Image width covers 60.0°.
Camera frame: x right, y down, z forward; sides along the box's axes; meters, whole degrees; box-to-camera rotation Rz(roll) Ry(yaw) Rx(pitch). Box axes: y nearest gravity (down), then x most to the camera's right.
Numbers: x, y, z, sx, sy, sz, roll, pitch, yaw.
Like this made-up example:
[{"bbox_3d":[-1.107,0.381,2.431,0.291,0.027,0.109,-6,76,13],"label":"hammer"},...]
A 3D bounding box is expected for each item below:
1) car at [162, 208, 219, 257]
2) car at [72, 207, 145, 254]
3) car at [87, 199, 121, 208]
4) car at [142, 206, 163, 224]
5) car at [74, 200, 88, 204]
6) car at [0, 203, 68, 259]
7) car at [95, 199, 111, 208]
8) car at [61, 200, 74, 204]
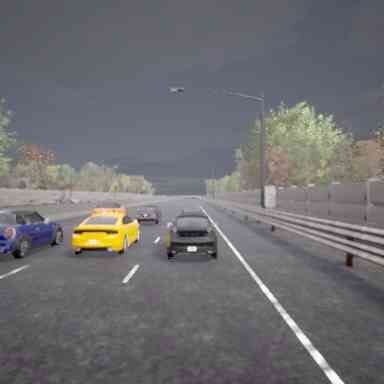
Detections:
[{"bbox_3d":[0.018,1.652,13.494,1.837,1.490,4.892,0,0,0],"label":"car"},{"bbox_3d":[-3.475,1.630,14.248,1.882,1.535,5.008,0,0,0],"label":"car"},{"bbox_3d":[-6.984,1.658,28.428,2.097,1.767,4.553,0,-1,0],"label":"car"},{"bbox_3d":[-3.493,1.845,27.536,2.033,1.411,5.357,0,-1,0],"label":"car"},{"bbox_3d":[-21.014,2.253,65.310,1.812,1.442,4.674,0,-1,0],"label":"car"},{"bbox_3d":[-6.981,1.495,13.428,2.097,1.767,4.553,0,-1,0],"label":"car"},{"bbox_3d":[-17.517,2.230,65.463,1.837,1.490,4.892,0,0,0],"label":"car"},{"bbox_3d":[-24.514,2.280,65.269,1.994,1.385,4.181,0,-1,0],"label":"car"}]
